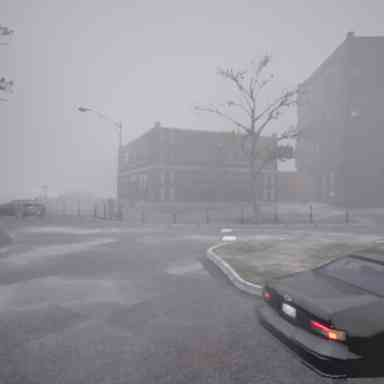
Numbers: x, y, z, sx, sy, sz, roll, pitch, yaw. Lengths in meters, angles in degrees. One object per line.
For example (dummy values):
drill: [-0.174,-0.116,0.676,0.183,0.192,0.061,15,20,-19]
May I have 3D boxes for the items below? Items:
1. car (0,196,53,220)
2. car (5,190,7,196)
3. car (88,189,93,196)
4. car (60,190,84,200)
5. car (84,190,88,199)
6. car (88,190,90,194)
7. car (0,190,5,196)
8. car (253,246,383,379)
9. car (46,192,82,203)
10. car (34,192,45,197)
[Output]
car: [-13.873,1.370,26.670,4.902,1.511,2.128,1,0,29]
car: [-48.498,0.414,81.022,4.553,1.767,2.185,1,1,-14]
car: [-27.117,0.606,78.683,5.566,2.045,2.435,1,1,-14]
car: [-23.204,0.967,62.472,4.553,1.767,2.185,1,0,-14]
car: [-25.162,0.858,70.582,4.553,1.767,2.185,1,1,-14]
car: [-26.491,0.900,75.981,4.892,1.521,2.231,1,1,-14]
car: [-47.826,0.578,78.350,5.008,1.535,2.097,1,1,-14]
car: [3.637,1.517,4.912,5.357,1.411,2.033,-1,0,-16]
car: [-21.990,1.173,57.175,4.792,1.488,2.163,1,0,-14]
car: [-28.217,1.141,63.477,1.895,1.301,4.718,1,1,-14]
